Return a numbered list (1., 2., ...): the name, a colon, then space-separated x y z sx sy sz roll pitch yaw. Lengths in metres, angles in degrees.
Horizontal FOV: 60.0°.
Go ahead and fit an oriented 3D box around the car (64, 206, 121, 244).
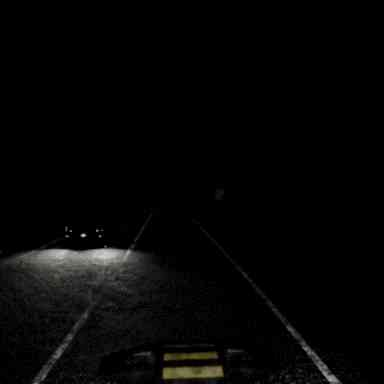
1. car: -4.428 1.434 15.426 1.837 1.490 4.892 0 0 -4
